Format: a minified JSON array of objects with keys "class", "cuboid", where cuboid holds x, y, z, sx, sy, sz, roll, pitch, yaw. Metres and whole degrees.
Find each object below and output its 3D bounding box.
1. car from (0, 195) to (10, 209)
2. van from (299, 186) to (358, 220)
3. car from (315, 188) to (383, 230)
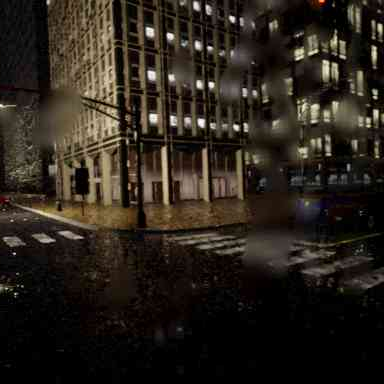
[{"class":"car","cuboid":[-18.734,0.925,32.244,1.802,1.307,4.206,-2,2,-35]},{"class":"van","cuboid":[7.534,0.569,18.126,3.998,1.788,1.690,-3,1,-35]},{"class":"car","cuboid":[8.158,0.735,15.395,5.008,1.535,1.882,-3,1,-35]}]
